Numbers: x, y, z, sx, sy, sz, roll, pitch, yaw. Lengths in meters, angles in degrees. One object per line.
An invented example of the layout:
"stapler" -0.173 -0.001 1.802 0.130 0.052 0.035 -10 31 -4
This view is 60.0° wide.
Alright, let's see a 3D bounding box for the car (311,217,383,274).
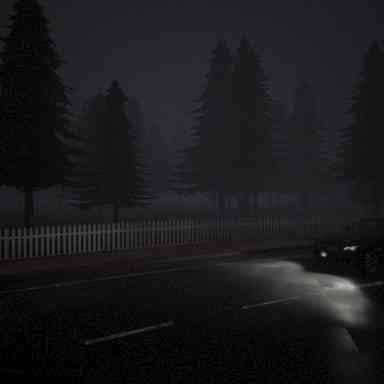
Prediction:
"car" 6.007 1.520 10.400 4.674 1.442 1.812 0 0 -20
